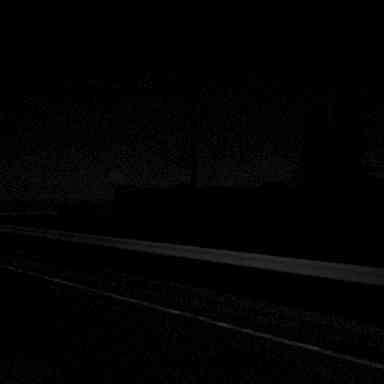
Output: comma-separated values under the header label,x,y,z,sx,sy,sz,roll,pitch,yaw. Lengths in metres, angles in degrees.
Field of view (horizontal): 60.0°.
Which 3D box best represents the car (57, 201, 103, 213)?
label,x,y,z,sx,sy,sz,roll,pitch,yaw
car,-12.502,1.618,37.052,4.718,1.301,1.895,0,0,-28
